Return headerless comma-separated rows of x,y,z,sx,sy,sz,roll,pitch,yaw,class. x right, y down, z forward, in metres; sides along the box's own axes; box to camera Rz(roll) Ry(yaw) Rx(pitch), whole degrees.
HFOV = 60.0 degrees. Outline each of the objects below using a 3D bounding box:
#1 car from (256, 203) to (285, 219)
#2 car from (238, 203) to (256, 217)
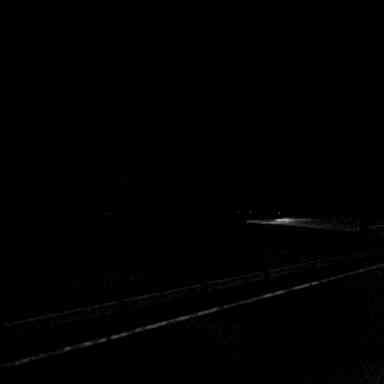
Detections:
6.335,1.702,30.494,1.994,1.385,4.181,0,-1,-40,car
2.941,1.758,29.140,1.895,1.301,4.718,0,-1,-41,car
